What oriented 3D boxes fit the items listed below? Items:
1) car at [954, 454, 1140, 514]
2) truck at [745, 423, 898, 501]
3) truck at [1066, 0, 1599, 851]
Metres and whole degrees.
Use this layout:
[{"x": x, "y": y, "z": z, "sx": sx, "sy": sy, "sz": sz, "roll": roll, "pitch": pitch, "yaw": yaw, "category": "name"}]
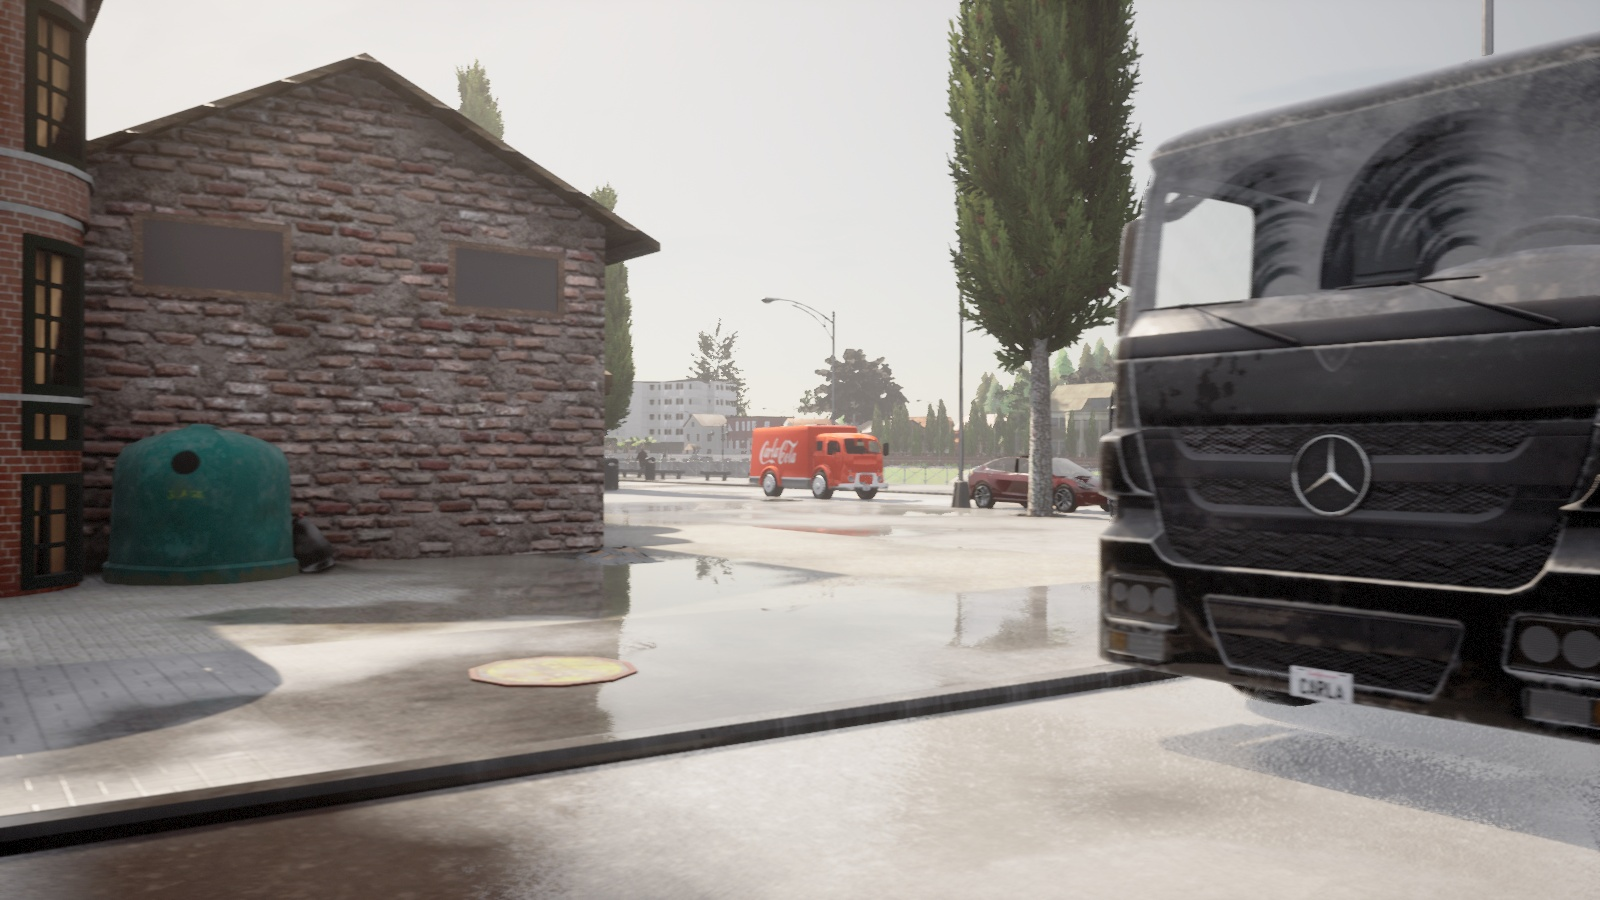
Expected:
[{"x": 6.577, "y": 0.858, "z": 33.941, "sx": 2.163, "sy": 1.488, "sz": 4.792, "roll": 0, "pitch": 0, "yaw": -35, "category": "car"}, {"x": 0.635, "y": 0.410, "z": 42.466, "sx": 2.627, "sy": 2.467, "sz": 5.204, "roll": 0, "pitch": -1, "yaw": -35, "category": "truck"}, {"x": 5.478, "y": -0.213, "z": 8.050, "sx": 7.936, "sy": 3.462, "sz": 2.891, "roll": 0, "pitch": 0, "yaw": -37, "category": "truck"}]
